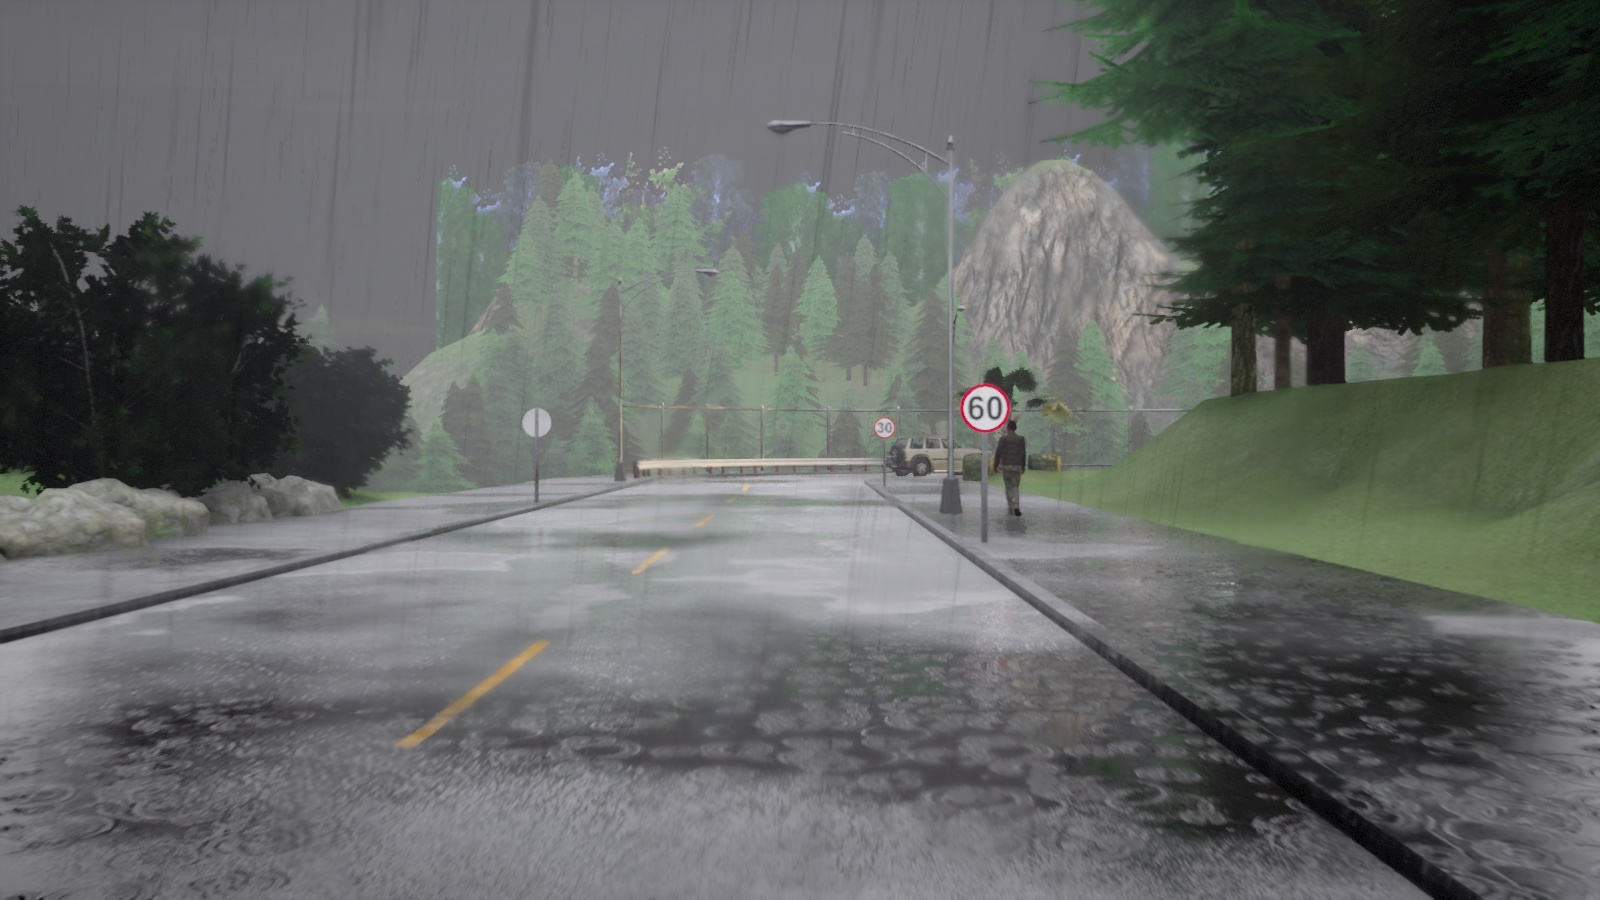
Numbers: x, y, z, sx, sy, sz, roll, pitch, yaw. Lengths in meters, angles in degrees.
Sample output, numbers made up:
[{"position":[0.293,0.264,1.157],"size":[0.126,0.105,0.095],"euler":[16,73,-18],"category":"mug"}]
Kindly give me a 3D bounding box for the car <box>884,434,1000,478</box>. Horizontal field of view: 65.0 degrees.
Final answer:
[{"position":[6.152,0.262,54.482],"size":[4.605,1.855,1.932],"euler":[0,0,-22],"category":"car"}]

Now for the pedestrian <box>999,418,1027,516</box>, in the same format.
[{"position":[4.062,0.324,23.988],"size":[0.431,1.840,0.703],"euler":[0,0,2],"category":"pedestrian"}]
